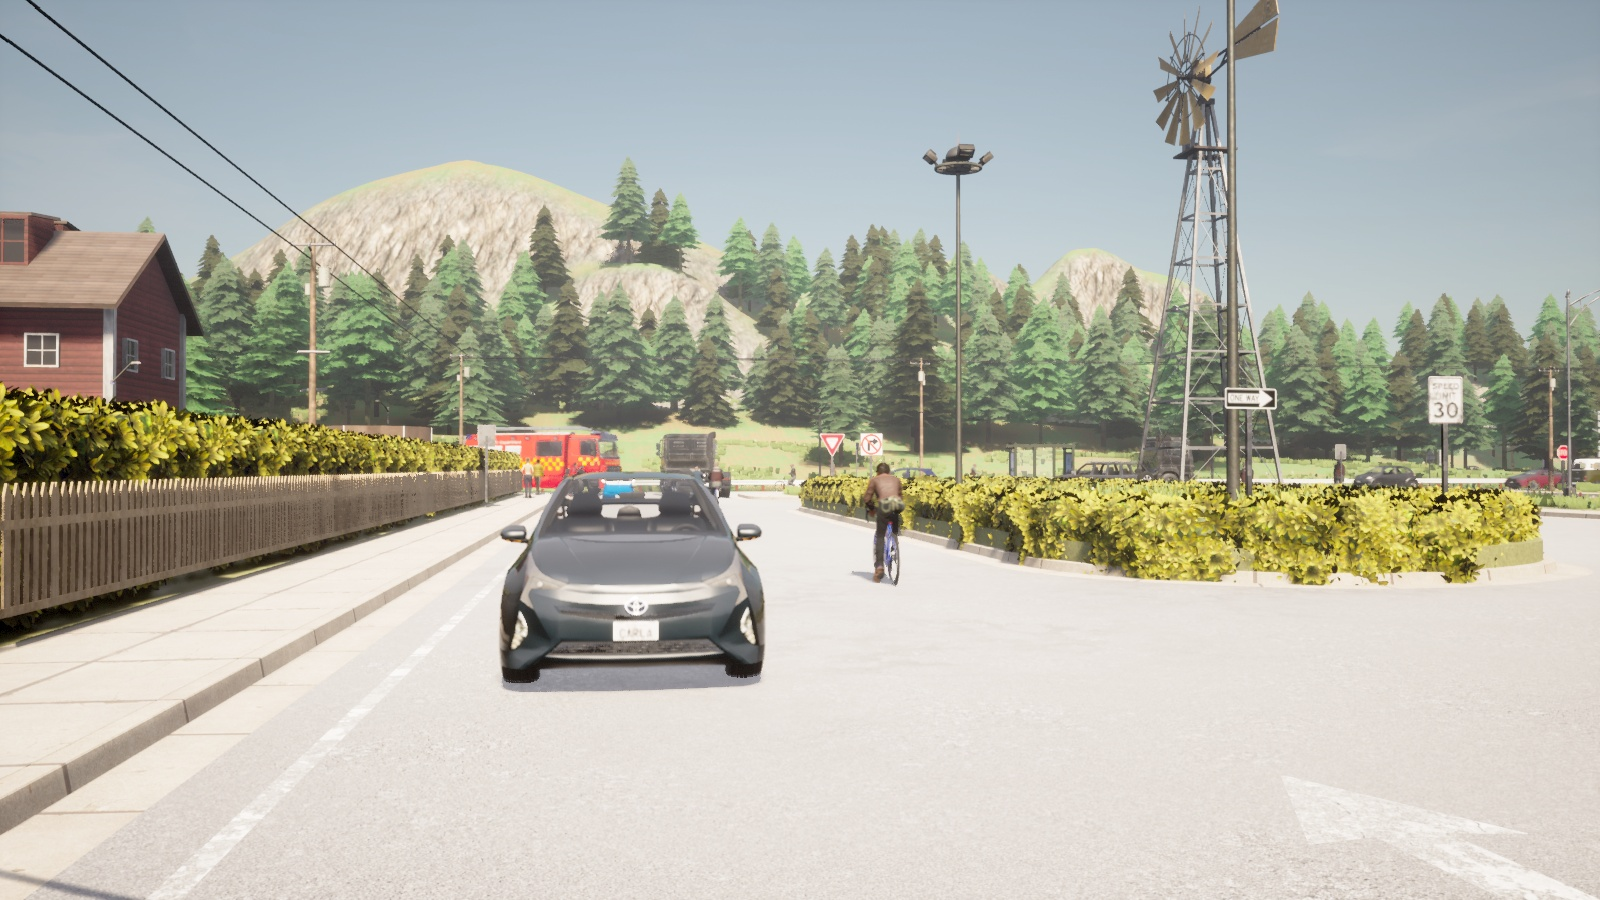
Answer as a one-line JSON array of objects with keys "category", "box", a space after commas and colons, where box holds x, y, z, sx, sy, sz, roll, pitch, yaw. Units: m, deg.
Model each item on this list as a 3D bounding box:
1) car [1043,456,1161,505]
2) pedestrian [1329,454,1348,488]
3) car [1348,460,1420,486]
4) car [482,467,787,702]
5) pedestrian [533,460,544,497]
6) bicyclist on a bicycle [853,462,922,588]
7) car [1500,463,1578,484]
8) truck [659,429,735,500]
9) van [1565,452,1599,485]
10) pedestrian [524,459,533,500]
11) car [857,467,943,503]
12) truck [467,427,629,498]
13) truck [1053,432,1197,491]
[{"category": "car", "box": [12.093, 1.203, 50.584, 1.932, 1.855, 4.605, 0, -1, -30]}, {"category": "pedestrian", "box": [29.415, 1.131, 68.583, 0.634, 1.844, 0.899, 0, -1, -1]}, {"category": "car", "box": [38.142, 1.478, 82.004, 3.988, 1.617, 1.851, 0, -1, -15]}, {"category": "car", "box": [-1.419, 0.916, 10.627, 2.007, 1.525, 4.514, 0, -1, -8]}, {"category": "pedestrian", "box": [-13.184, 1.433, 63.285, 0.431, 1.840, 0.709, 0, -1, -2]}, {"category": "bicyclist on a bicycle", "box": [1.165, 0.986, 17.101, 0.582, 1.620, 1.656, 0, -1, -8]}, {"category": "car", "box": [49.355, 1.571, 83.894, 4.181, 1.385, 1.994, 0, -1, -8]}, {"category": "truck", "box": [-5.481, 0.757, 65.464, 2.891, 3.462, 7.936, 0, -1, -13]}, {"category": "van", "box": [51.978, 1.165, 80.735, 4.480, 2.038, 2.069, 0, -1, -8]}, {"category": "pedestrian", "box": [-12.308, 1.340, 56.913, 0.345, 1.836, 0.594, 0, -1, -9]}, {"category": "car", "box": [4.358, 1.518, 54.319, 3.633, 1.501, 1.845, -1, -1, 7]}, {"category": "truck", "box": [-14.157, 0.719, 70.690, 8.468, 3.827, 2.891, -1, -1, 13]}, {"category": "truck", "box": [19.659, 0.681, 76.158, 7.936, 3.462, 2.891, 0, -1, -8]}]
